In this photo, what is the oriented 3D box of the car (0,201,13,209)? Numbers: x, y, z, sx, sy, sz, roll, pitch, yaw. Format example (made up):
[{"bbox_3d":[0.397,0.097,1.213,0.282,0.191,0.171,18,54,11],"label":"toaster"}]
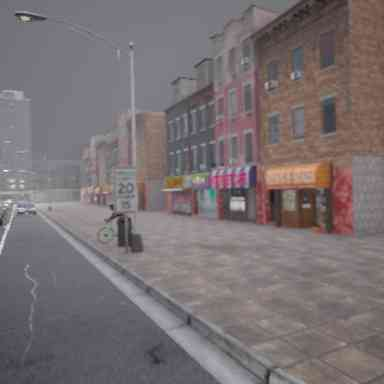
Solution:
[{"bbox_3d":[-33.313,2.273,59.823,1.947,1.339,4.313,-2,0,-27],"label":"car"}]

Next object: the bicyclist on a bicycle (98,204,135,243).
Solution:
[{"bbox_3d":[-3.190,1.337,14.125,1.656,1.620,0.582,-2,0,-27],"label":"bicyclist on a bicycle"}]

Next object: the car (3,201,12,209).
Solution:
[{"bbox_3d":[-20.735,1.995,35.639,2.008,1.369,4.403,-2,0,-27],"label":"car"}]

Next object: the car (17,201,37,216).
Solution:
[{"bbox_3d":[-18.677,1.981,37.613,1.895,1.301,4.718,-2,0,-28],"label":"car"}]

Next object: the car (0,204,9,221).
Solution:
[{"bbox_3d":[-15.703,1.904,25.965,1.947,1.339,4.313,-2,0,-27],"label":"car"}]

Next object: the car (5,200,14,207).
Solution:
[{"bbox_3d":[-28.282,2.153,50.149,2.008,1.369,4.403,-2,0,-27],"label":"car"}]

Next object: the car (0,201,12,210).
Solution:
[{"bbox_3d":[-30.720,2.179,54.835,1.752,1.417,4.829,-2,0,-27],"label":"car"}]

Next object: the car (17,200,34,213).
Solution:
[{"bbox_3d":[-23.443,1.958,46.768,1.882,1.535,5.008,-2,0,-27],"label":"car"}]

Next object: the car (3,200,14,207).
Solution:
[{"bbox_3d":[-38.344,2.378,69.496,1.947,1.339,4.313,-2,0,-27],"label":"car"}]

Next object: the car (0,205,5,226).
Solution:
[{"bbox_3d":[-13.110,1.810,20.978,1.752,1.417,4.829,-2,0,-27],"label":"car"}]

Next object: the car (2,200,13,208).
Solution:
[{"bbox_3d":[-35.828,2.342,64.659,1.802,1.307,4.206,-2,0,-27],"label":"car"}]

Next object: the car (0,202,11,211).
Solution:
[{"bbox_3d":[-18.219,1.957,30.802,1.947,1.339,4.313,-2,0,-27],"label":"car"}]

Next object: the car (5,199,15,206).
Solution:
[{"bbox_3d":[-43.376,2.483,79.170,1.947,1.339,4.313,-2,0,-27],"label":"car"}]
